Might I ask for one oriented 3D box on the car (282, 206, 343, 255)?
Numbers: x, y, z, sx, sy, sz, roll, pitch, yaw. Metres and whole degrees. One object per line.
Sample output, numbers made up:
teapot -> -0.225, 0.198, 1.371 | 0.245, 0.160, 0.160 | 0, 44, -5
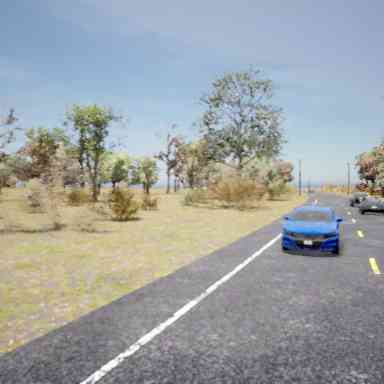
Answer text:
car -> 4.794, 1.330, 13.101 | 1.882, 1.535, 5.008 | 0, 1, 24

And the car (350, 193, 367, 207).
car -> 20.689, 0.867, 41.025 | 2.097, 1.767, 4.553 | 0, 1, 22

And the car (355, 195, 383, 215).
car -> 15.791, 1.219, 29.162 | 1.994, 1.385, 4.181 | 0, 1, 23
